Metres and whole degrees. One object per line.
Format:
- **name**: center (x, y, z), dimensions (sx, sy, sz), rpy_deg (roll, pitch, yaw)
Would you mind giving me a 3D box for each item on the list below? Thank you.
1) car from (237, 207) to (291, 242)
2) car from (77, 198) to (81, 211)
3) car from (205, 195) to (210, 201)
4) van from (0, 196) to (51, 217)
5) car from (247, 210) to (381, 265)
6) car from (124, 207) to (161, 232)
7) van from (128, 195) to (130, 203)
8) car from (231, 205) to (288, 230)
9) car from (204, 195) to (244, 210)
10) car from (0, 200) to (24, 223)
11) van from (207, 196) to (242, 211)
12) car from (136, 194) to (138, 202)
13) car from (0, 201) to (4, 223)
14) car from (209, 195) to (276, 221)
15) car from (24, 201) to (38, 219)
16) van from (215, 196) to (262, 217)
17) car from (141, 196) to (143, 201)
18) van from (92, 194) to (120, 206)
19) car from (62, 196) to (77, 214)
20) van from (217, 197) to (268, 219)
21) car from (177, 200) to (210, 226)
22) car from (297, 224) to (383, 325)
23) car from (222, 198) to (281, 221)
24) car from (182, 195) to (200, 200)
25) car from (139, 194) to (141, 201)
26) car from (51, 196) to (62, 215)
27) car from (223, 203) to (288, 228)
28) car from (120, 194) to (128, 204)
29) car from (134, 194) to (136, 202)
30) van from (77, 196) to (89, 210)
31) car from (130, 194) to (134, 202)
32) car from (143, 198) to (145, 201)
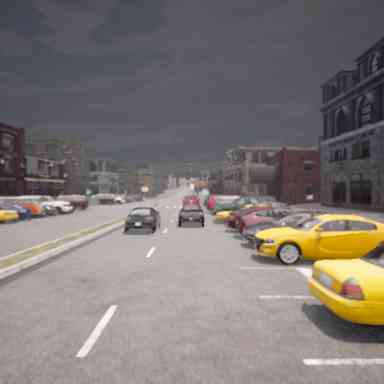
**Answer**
- **car**: center (4.632, 1.551, 14.216), dimensions (4.892, 1.521, 2.231), rpy_deg (0, 0, 0)
- **car**: center (-16.023, 1.723, 39.010), dimensions (4.792, 1.488, 2.163), rpy_deg (0, 0, 0)
- **car**: center (4.516, 1.443, 39.230), dimensions (5.566, 2.045, 2.435), rpy_deg (0, 0, 0)
- **van**: center (-15.869, 1.436, 30.737), dimensions (4.442, 1.987, 1.878), rpy_deg (0, 0, 0)
- **car**: center (4.648, 1.528, 11.312), dimensions (5.008, 1.535, 2.097), rpy_deg (0, 0, 0)
- **car**: center (-3.025, 1.646, 20.878), dimensions (1.812, 1.442, 4.674), rpy_deg (0, 0, 0)
- **van**: center (-16.434, 1.495, 72.220), dimensions (4.442, 1.987, 1.878), rpy_deg (0, 0, 0)
- **car**: center (4.638, 1.601, 16.995), dimensions (4.792, 1.488, 2.163), rpy_deg (0, 0, 0)
- **car**: center (4.489, 1.459, 47.567), dimensions (5.566, 2.045, 2.435), rpy_deg (0, 0, 0)
- **car**: center (-16.127, 1.630, 25.219), dimensions (5.366, 1.575, 1.946), rpy_deg (0, 0, 0)
- **van**: center (4.352, 1.481, 44.789), dimensions (4.442, 1.987, 1.878), rpy_deg (0, 0, 0)
- **car**: center (-16.391, 1.771, 80.366), dimensions (4.892, 1.521, 2.231), rpy_deg (0, 0, 0)
- **car**: center (-16.105, 1.612, 22.459), dimensions (5.366, 1.575, 1.946), rpy_deg (0, 0, 0)
- **car**: center (4.512, 1.394, 27.994), dimensions (5.566, 2.045, 2.435), rpy_deg (0, 0, 0)
- **car**: center (-15.961, 1.688, 27.976), dimensions (4.674, 1.452, 2.002), rpy_deg (0, 0, 0)
- **van**: center (4.630, 1.448, 33.548), dimensions (4.442, 1.987, 1.878), rpy_deg (0, 0, 0)
- **car**: center (-16.455, 1.852, 88.634), dimensions (5.008, 1.535, 2.097), rpy_deg (0, -1, 0)
- **van**: center (-16.113, 1.479, 61.074), dimensions (4.442, 1.987, 1.878), rpy_deg (0, 0, 0)
- **car**: center (-16.002, 1.433, 36.253), dimensions (5.566, 2.045, 2.435), rpy_deg (0, 0, 0)
- **van**: center (4.642, 1.435, 30.894), dimensions (4.442, 1.987, 1.878), rpy_deg (0, 0, 0)
- **car**: center (-0.049, 1.640, 24.902), dimensions (2.128, 1.511, 4.902), rpy_deg (0, 0, 0)
- **car**: center (4.862, 1.489, 5.757), dimensions (5.366, 1.575, 1.946), rpy_deg (0, 0, 0)
- **car**: center (4.606, 1.486, 22.554), dimensions (4.553, 1.767, 2.185), rpy_deg (0, 0, 0)
- **car**: center (-0.131, 1.416, 43.026), dimensions (2.150, 2.045, 5.566), rpy_deg (0, -1, -1)
- **car**: center (-16.424, 1.821, 85.878), dimensions (5.008, 1.535, 2.097), rpy_deg (0, -1, 0)
- **car**: center (-16.039, 1.548, 33.493), dimensions (4.553, 1.767, 2.185), rpy_deg (0, 0, 0)
- **car**: center (4.586, 1.592, 19.775), dimensions (5.008, 1.535, 2.097), rpy_deg (0, 0, 0)
- **car**: center (-16.245, 1.454, 66.585), dimensions (5.566, 2.045, 2.435), rpy_deg (0, 0, 0)
- **car**: center (-16.332, 1.779, 77.610), dimensions (4.792, 1.488, 2.163), rpy_deg (0, 0, 0)
- **van**: center (-16.213, 1.480, 44.528), dimensions (4.442, 1.987, 1.878), rpy_deg (0, 0, 0)
- **car**: center (-16.346, 1.733, 74.855), dimensions (5.008, 1.535, 2.097), rpy_deg (0, 0, 0)
- **car**: center (-16.502, 1.635, 91.393), dimensions (5.566, 2.045, 2.435), rpy_deg (0, -1, 0)
